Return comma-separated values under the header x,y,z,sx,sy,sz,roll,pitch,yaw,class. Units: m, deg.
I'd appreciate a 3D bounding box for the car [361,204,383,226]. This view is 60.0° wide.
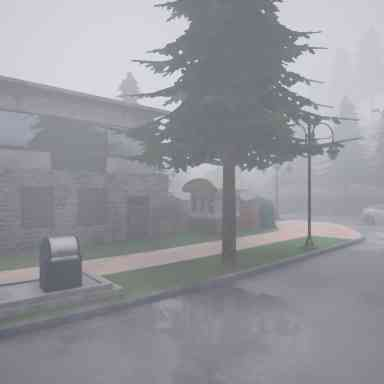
x,y,z,sx,sy,sz,roll,pitch,yaw,class
12.158,1.414,19.509,1.812,1.442,4.674,1,1,-18,car
